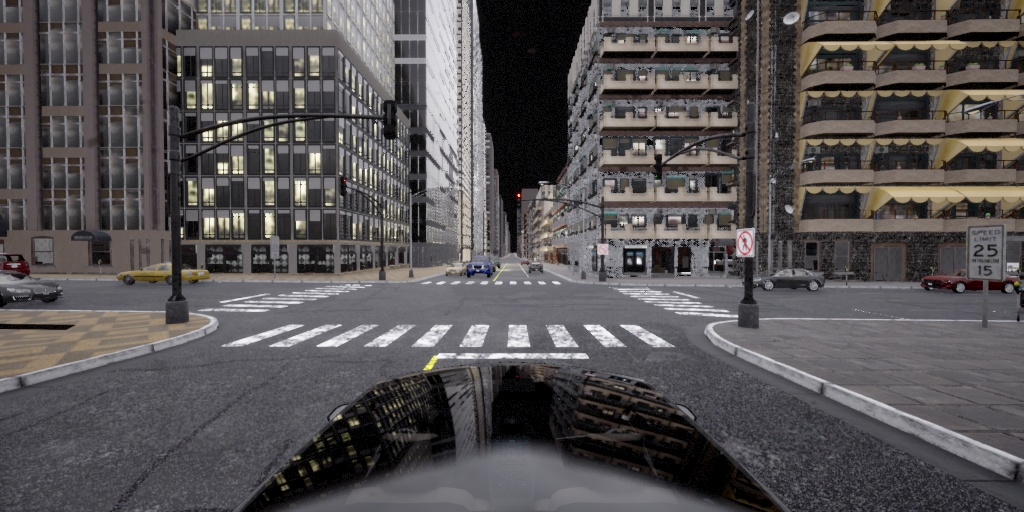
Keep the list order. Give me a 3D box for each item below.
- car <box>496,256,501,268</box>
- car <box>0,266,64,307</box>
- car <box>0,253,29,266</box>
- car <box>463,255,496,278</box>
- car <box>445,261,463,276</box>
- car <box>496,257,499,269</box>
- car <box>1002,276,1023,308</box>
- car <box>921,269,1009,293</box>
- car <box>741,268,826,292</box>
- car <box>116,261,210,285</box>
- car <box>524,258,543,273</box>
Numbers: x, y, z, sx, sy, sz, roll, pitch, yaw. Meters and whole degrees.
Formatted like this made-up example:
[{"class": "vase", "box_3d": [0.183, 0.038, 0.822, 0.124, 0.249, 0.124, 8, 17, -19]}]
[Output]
[{"class": "car", "box_3d": [-2.982, 0.960, 57.837, 2.150, 2.045, 5.566, 0, 0, 0]}, {"class": "car", "box_3d": [-20.265, 1.204, 13.954, 4.403, 1.370, 2.007, 0, 0, 1]}, {"class": "car", "box_3d": [-33.577, 0.713, 22.516, 5.009, 1.841, 2.192, 0, 0, 1]}, {"class": "car", "box_3d": [-3.042, 0.963, 34.710, 2.150, 2.045, 5.566, 0, 0, 0]}, {"class": "car", "box_3d": [-5.629, 1.266, 36.409, 1.751, 1.417, 4.829, 0, 0, 0]}, {"class": "car", "box_3d": [-3.017, 1.217, 45.230, 1.882, 1.535, 5.008, 0, 0, 0]}, {"class": "car", "box_3d": [21.736, 1.576, 13.257, 4.313, 1.339, 1.948, 0, 0, 1]}, {"class": "car", "box_3d": [27.409, 1.462, 21.548, 4.507, 1.381, 1.888, 0, 0, 1]}, {"class": "car", "box_3d": [16.344, 1.376, 21.723, 4.403, 1.370, 2.007, 0, 0, 1]}, {"class": "car", "box_3d": [-21.631, 1.030, 22.290, 4.829, 1.417, 1.751, 0, 0, 1]}, {"class": "car", "box_3d": [2.762, 1.290, 42.219, 2.007, 1.370, 4.403, 0, 0, 0]}]
